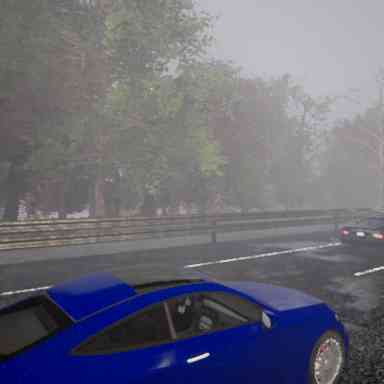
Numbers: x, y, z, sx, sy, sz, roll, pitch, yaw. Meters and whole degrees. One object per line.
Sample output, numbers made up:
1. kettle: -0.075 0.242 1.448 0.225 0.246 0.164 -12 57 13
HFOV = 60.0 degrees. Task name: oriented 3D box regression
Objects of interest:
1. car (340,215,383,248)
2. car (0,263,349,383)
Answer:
1. car: 8.468 1.678 14.197 5.357 1.411 2.033 1 0 -36
2. car: -0.231 1.541 3.595 4.674 1.442 1.812 1 0 -36
